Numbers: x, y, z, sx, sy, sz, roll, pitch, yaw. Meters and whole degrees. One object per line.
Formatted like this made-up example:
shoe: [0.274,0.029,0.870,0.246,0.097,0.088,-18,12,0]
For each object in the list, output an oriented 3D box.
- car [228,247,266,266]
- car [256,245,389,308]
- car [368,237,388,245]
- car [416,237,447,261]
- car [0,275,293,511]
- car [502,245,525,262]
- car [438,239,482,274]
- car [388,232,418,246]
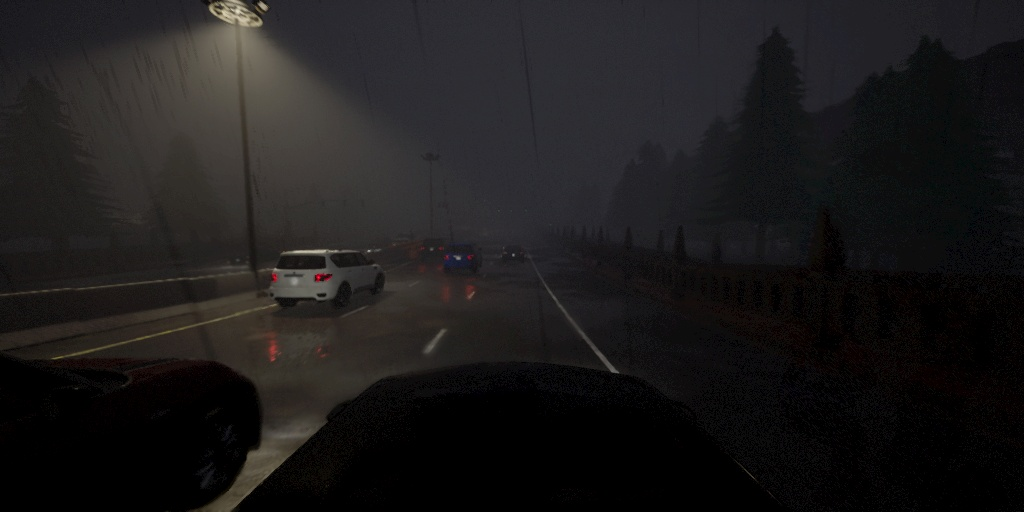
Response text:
car: [-21.067,-0.013,29.544,1.994,1.385,4.181,0,5,0]
car: [-6.893,0.749,14.052,2.150,2.045,5.566,0,2,0]
car: [-17.389,-1.795,47.875,2.033,1.411,5.357,0,5,0]
car: [-6.866,-0.725,33.352,2.150,2.045,5.566,0,6,0]
car: [-3.403,1.098,1.519,2.097,1.767,4.553,0,0,0]
car: [0.132,-0.298,32.471,1.994,1.385,4.181,0,5,0]
car: [-3.387,0.025,25.373,2.150,2.045,5.566,0,5,0]
car: [-13.897,-2.061,47.275,2.150,2.045,5.566,0,5,1]
